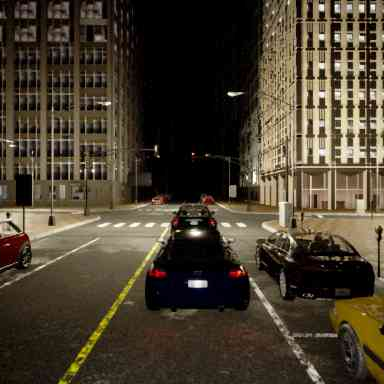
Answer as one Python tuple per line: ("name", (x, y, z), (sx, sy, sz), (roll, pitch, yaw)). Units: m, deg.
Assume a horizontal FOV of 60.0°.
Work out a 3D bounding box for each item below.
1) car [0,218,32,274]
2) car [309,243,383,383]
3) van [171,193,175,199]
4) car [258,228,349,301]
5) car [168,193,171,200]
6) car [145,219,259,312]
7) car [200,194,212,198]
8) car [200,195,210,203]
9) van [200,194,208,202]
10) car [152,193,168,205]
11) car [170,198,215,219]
("car", (-5.692, 1.439, 8.117), (1.967, 1.590, 4.097), (0, 0, 0))
("car", (2.690, 1.525, 2.625), (1.752, 1.417, 4.829), (0, 0, 0))
("van", (-5.726, 1.239, 80.121), (1.690, 1.788, 3.998), (0, 0, 0))
("car", (2.688, 1.550, 8.123), (2.008, 1.369, 4.403), (0, 0, 0))
("car", (-5.747, 1.253, 63.066), (2.192, 1.841, 5.009), (0, 0, 0))
("car", (0.098, 1.563, 7.779), (1.994, 1.385, 4.181), (0, 0, 0))
("car", (2.761, 1.390, 57.383), (1.967, 1.590, 4.097), (0, 0, 0))
("car", (2.659, 1.365, 68.751), (1.967, 1.590, 4.097), (0, 0, 0))
("van", (2.657, 1.253, 74.436), (1.690, 1.788, 3.998), (0, 0, 0))
("car", (-5.811, 1.390, 57.380), (1.967, 1.590, 4.097), (0, 0, 0))
("car", (0.090, 1.347, 16.412), (2.097, 1.767, 4.553), (0, 0, 0))
